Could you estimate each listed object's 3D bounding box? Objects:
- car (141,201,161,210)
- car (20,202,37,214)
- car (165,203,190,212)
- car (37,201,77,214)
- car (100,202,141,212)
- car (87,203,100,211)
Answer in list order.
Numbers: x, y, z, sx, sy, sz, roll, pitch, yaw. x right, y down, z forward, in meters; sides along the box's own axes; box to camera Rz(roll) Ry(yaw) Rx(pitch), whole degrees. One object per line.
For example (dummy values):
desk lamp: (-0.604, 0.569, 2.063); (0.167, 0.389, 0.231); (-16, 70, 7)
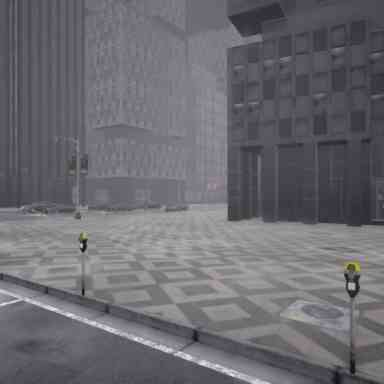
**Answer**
car: (-7.769, 2.356, 59.644); (1.882, 1.535, 5.008); (0, -1, 36)
car: (-19.644, 1.983, 43.158); (2.128, 1.511, 4.902); (0, -1, 36)
car: (-2.147, 2.341, 50.499); (1.994, 1.385, 4.181); (0, -1, 36)
car: (-16.659, 2.059, 41.763); (1.994, 1.385, 4.181); (0, -1, 35)
car: (-10.696, 2.237, 50.060); (2.033, 1.411, 5.357); (0, -1, 36)
car: (-13.780, 2.283, 51.335); (1.895, 1.301, 4.718); (0, -1, 36)
